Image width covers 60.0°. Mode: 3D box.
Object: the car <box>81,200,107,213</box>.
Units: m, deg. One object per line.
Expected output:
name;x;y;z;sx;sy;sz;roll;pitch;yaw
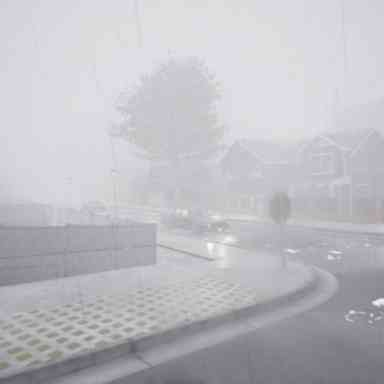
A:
car;-11.341;1.617;38.114;2.033;1.411;5.357;-3;1;-30

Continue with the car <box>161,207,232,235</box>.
car;0.039;1.624;19.921;2.033;1.411;5.357;-3;2;-33
